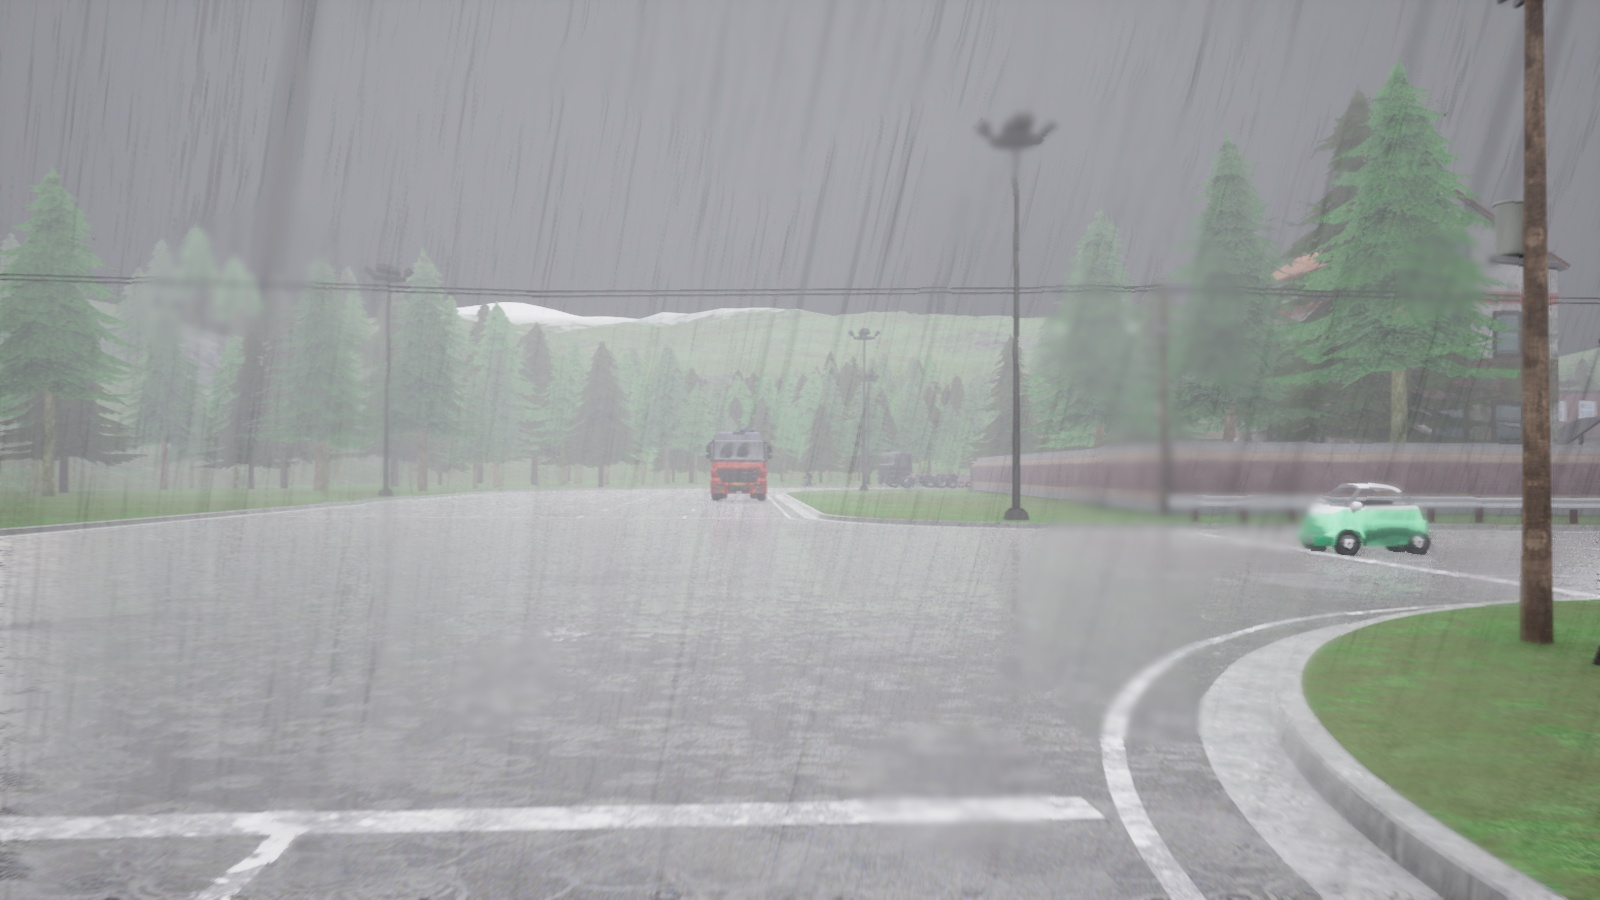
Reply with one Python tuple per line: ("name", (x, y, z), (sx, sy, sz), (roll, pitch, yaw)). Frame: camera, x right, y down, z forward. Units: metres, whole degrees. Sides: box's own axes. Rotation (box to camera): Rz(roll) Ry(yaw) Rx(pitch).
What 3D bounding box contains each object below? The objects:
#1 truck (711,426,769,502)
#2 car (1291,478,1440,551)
("truck", (-3.240, 0.792, 67.495), (2.891, 3.827, 8.468), (0, -1, -3))
("car", (10.974, 1.238, 24.453), (2.207, 1.376, 1.481), (0, -1, -4))
